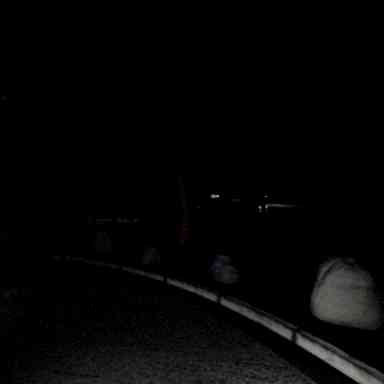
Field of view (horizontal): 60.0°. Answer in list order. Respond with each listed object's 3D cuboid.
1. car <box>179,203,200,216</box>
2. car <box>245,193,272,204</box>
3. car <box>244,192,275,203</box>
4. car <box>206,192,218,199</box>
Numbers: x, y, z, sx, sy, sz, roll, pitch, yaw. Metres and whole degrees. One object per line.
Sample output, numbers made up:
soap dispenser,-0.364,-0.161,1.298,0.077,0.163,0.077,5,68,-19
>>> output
car,-1.331,1.613,30.710,4.181,1.385,1.994,-2,-1,-36
car,9.095,0.913,48.769,2.128,1.511,4.902,-1,2,-22
car,10.641,0.824,53.126,2.128,1.511,4.902,0,1,-30
car,2.958,0.695,64.535,1.895,1.301,4.718,0,1,-34
